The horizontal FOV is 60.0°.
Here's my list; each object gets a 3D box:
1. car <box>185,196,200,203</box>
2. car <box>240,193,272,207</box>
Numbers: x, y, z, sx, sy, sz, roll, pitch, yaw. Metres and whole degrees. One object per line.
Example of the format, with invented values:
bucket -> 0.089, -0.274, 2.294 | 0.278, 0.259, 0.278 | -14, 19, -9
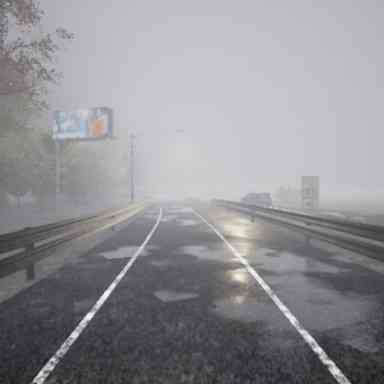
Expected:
car -> -0.033, 1.550, 68.528 | 1.895, 1.301, 4.718 | 0, 0, -18
car -> 8.113, 1.115, 42.830 | 2.150, 2.045, 5.566 | 0, 0, -18
